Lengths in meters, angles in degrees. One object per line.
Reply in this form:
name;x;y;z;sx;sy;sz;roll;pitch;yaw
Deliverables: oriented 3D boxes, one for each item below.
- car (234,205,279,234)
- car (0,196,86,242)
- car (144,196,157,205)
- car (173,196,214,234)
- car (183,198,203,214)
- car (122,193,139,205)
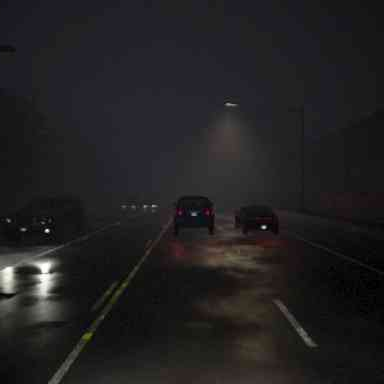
car;3.602;1.505;19.079;1.837;1.490;4.892;0;0;0
car;-7.099;1.220;16.756;2.150;2.045;5.566;0;0;0
car;-7.056;1.504;56.620;1.837;1.490;4.892;0;0;0
car;0.101;1.221;19.381;2.150;2.045;5.566;0;0;0
car;0.102;1.491;37.148;2.128;1.511;4.902;0;0;0
car;-10.538;1.217;57.765;2.150;2.045;5.566;0;0;1
